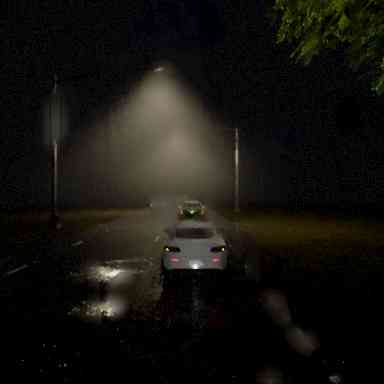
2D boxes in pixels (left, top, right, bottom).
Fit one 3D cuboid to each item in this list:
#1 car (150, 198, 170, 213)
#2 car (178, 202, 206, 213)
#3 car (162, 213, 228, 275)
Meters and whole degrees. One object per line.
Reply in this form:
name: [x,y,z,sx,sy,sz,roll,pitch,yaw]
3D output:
car: [-3.773,1.573,39.924,2.097,1.767,4.553,0,0,0]
car: [-0.010,1.538,26.639,2.097,1.767,4.553,0,0,0]
car: [0.076,1.627,10.650,1.812,1.442,4.674,0,0,0]
